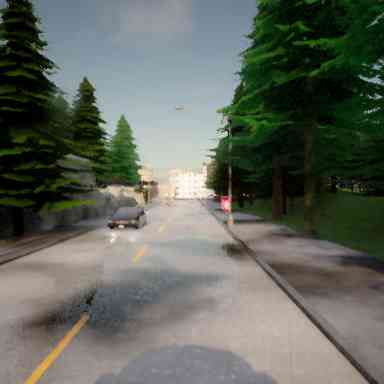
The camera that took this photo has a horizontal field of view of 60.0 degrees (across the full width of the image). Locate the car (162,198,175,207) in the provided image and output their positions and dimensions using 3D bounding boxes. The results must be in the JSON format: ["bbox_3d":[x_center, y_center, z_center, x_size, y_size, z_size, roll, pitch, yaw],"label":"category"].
[{"bbox_3d":[-4.035,1.711,57.822,1.882,1.535,5.008,0,0,0],"label":"car"}]

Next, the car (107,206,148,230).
[{"bbox_3d":[-4.103,1.635,21.995,2.033,1.411,5.357,0,0,0],"label":"car"}]
